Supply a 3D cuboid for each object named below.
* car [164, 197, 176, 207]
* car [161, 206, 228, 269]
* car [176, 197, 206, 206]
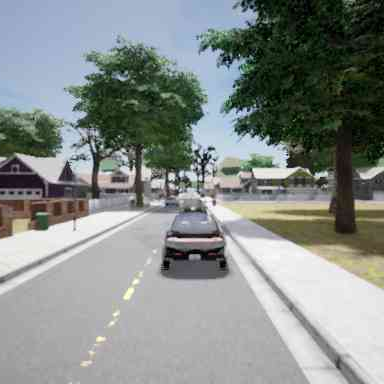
[{"bbox_3d":[-2.805,1.354,46.598,2.033,1.411,5.357,0,0,1],"label":"car"},{"bbox_3d":[0.083,1.446,10.949,2.128,1.511,4.902,0,0,0],"label":"car"},{"bbox_3d":[0.089,1.242,26.886,2.097,1.767,4.553,0,0,0],"label":"car"}]
